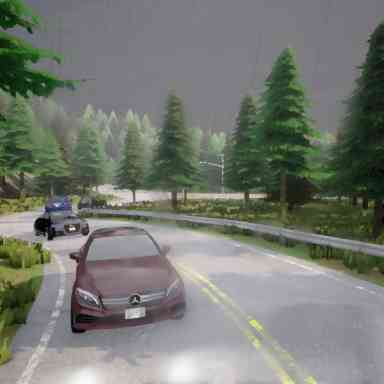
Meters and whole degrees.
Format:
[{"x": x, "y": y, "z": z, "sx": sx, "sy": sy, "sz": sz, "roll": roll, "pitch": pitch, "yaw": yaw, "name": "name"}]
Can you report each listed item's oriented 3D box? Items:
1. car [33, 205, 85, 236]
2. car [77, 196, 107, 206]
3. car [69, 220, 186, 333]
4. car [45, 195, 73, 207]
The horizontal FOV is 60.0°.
[{"x": -7.078, "y": 1.663, "z": 17.845, "sx": 1.994, "sy": 1.385, "sz": 4.181, "roll": -4, "pitch": 2, "yaw": -38, "name": "car"}, {"x": -12.734, "y": 1.289, "z": 42.826, "sx": 2.097, "sy": 1.767, "sz": 4.553, "roll": 2, "pitch": 2, "yaw": 13, "name": "car"}, {"x": -1.524, "y": 1.523, "z": 7.095, "sx": 1.812, "sy": 1.442, "sz": 4.674, "roll": -2, "pitch": 0, "yaw": -17, "name": "car"}, {"x": -12.874, "y": 1.326, "z": 32.236, "sx": 2.150, "sy": 2.045, "sz": 5.566, "roll": -1, "pitch": 0, "yaw": -18, "name": "car"}]
